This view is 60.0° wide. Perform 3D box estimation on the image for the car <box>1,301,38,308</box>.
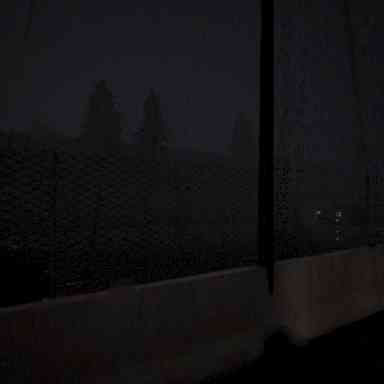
[{"bbox_3d":[-4.714,1.466,4.927,5.008,1.535,1.882,0,0,-36],"label":"car"}]
